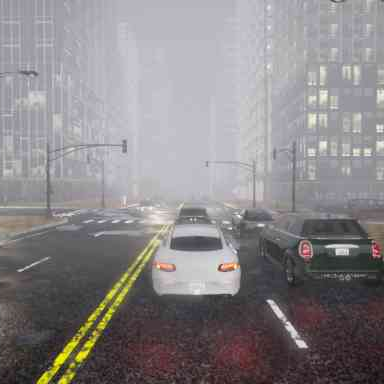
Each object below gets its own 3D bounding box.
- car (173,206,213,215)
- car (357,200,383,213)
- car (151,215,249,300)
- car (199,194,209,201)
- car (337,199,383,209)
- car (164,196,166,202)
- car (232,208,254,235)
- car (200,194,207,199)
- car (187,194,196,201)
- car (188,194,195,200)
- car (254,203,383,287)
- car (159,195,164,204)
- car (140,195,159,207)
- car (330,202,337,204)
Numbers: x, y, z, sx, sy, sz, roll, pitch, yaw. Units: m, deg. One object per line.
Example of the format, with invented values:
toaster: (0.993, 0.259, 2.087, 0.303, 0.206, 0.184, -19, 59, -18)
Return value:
car: (0.059, 1.495, 17.477, 1.837, 1.490, 4.892, 0, 0, 0)
car: (21.721, 1.642, 37.941, 4.829, 1.417, 1.752, 1, 0, 1)
car: (0.083, 1.522, 8.228, 1.812, 1.442, 4.674, 0, 0, 0)
car: (3.062, 1.396, 80.400, 1.882, 1.535, 5.008, 0, 0, 0)
car: (16.132, 1.519, 29.641, 5.009, 1.841, 2.192, 1, 0, 1)
car: (-6.670, 1.417, 71.521, 1.882, 1.535, 5.008, 0, 0, 0)
car: (3.307, 1.555, 17.890, 1.994, 1.385, 4.181, 0, 0, 0)
car: (3.036, 1.266, 90.817, 1.812, 1.442, 4.674, 0, 0, 0)
car: (-0.189, 1.418, 80.393, 1.837, 1.490, 4.892, 0, 0, 0)
car: (-0.214, 1.220, 90.810, 1.882, 1.535, 5.008, 0, 0, 0)
car: (3.329, 1.348, 9.504, 2.097, 1.767, 4.553, 0, 0, 0)
car: (-6.712, 1.430, 61.146, 1.882, 1.535, 5.008, 0, 0, 1)
car: (-6.709, 1.528, 50.821, 1.994, 1.385, 4.181, 0, 0, 0)
car: (15.072, 1.702, 35.427, 4.718, 1.301, 1.895, 0, 1, 0)
